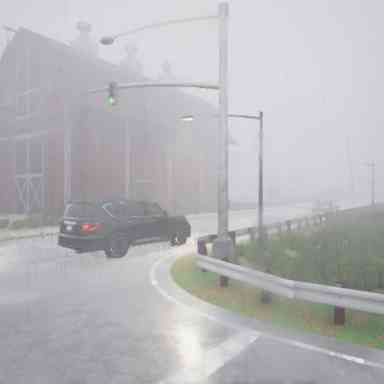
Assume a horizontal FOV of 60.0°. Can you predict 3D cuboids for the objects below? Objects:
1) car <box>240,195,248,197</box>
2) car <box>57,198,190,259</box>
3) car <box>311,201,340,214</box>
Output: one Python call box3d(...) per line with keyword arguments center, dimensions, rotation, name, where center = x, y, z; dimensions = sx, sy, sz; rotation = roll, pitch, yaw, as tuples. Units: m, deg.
box3d(center=(13.686, 1.444, 88.583), dimensions=(1.784, 1.438, 3.905), rotation=(0, 0, 36), name="car")
box3d(center=(-2.358, 1.264, 12.901), dimensions=(2.150, 2.045, 5.566), rotation=(0, 0, 37), name="car")
box3d(center=(14.193, 1.607, 35.150), dimensions=(1.895, 1.301, 4.718), rotation=(0, 0, 37), name="car")
